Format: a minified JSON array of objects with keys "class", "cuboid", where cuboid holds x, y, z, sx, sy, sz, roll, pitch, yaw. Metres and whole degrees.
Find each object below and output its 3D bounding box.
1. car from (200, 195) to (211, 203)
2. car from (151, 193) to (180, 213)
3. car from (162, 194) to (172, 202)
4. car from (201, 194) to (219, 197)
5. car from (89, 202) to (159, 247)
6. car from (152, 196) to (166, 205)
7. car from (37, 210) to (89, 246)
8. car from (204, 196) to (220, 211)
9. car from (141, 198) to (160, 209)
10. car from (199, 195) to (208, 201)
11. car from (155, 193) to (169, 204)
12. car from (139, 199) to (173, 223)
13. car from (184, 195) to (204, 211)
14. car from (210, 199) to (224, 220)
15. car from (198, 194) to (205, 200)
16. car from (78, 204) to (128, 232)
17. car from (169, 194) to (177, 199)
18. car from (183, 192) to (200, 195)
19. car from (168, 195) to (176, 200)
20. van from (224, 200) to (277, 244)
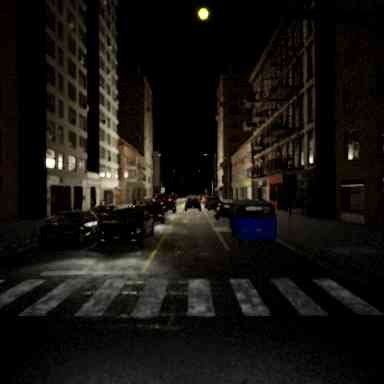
[{"class":"car","cuboid":[2.634,1.350,66.220,2.008,1.369,4.403,0,0,0]},{"class":"car","cuboid":[-2.755,1.141,35.506,2.150,2.045,5.566,0,0,0]},{"class":"car","cuboid":[-5.391,1.263,71.898,1.967,1.590,4.097,0,0,0]},{"class":"car","cuboid":[2.633,1.184,43.495,2.192,1.841,5.009,0,0,0]},{"class":"car","cuboid":[-2.839,1.449,15.088,1.882,1.535,5.008,0,0,0]},{"class":"car","cuboid":[-5.391,1.441,54.853,1.947,1.339,4.313,0,0,0]},{"class":"car","cuboid":[-5.391,1.535,15.080,2.008,1.369,4.403,0,0,0]},{"class":"car","cuboid":[2.634,1.468,37.814,1.802,1.307,4.206,0,0,0]},{"class":"car","cuboid":[-5.391,1.475,43.490,1.947,1.339,4.313,0,0,0]},{"class":"car","cuboid":[2.634,1.331,77.583,1.947,1.339,4.313,0,0,0]},{"class":"car","cuboid":[-5.392,1.173,60.534,2.192,1.841,5.009,0,0,0]},{"class":"car","cuboid":[-2.801,1.495,24.995,2.033,1.411,5.357,0,0,1]},{"class":"car","cuboid":[0.094,1.421,38.950,1.812,1.442,4.674,0,0,0]},{"class":"car","cuboid":[2.634,1.498,26.451,1.802,1.307,4.206,0,0,0]},{"class":"car","cuboid":[2.634,1.254,89.115,1.752,1.417,4.829,0,0,0]},{"class":"car","cuboid":[-5.391,1.515,20.762,1.887,1.381,4.507,0,0,0]},{"class":"car","cuboid":[-5.391,1.302,94.625,2.008,1.369,4.403,0,0,0]},{"class":"car","cuboid":[0.078,1.189,59.046,2.097,1.767,4.553,0,0,2]},{"class":"car","cuboid":[-5.391,1.352,88.944,1.802,1.307,4.206,0,0,0]},{"class":"van","cuboid":[2.633,1.284,15.089,1.690,1.788,3.998,0,0,0]}]
